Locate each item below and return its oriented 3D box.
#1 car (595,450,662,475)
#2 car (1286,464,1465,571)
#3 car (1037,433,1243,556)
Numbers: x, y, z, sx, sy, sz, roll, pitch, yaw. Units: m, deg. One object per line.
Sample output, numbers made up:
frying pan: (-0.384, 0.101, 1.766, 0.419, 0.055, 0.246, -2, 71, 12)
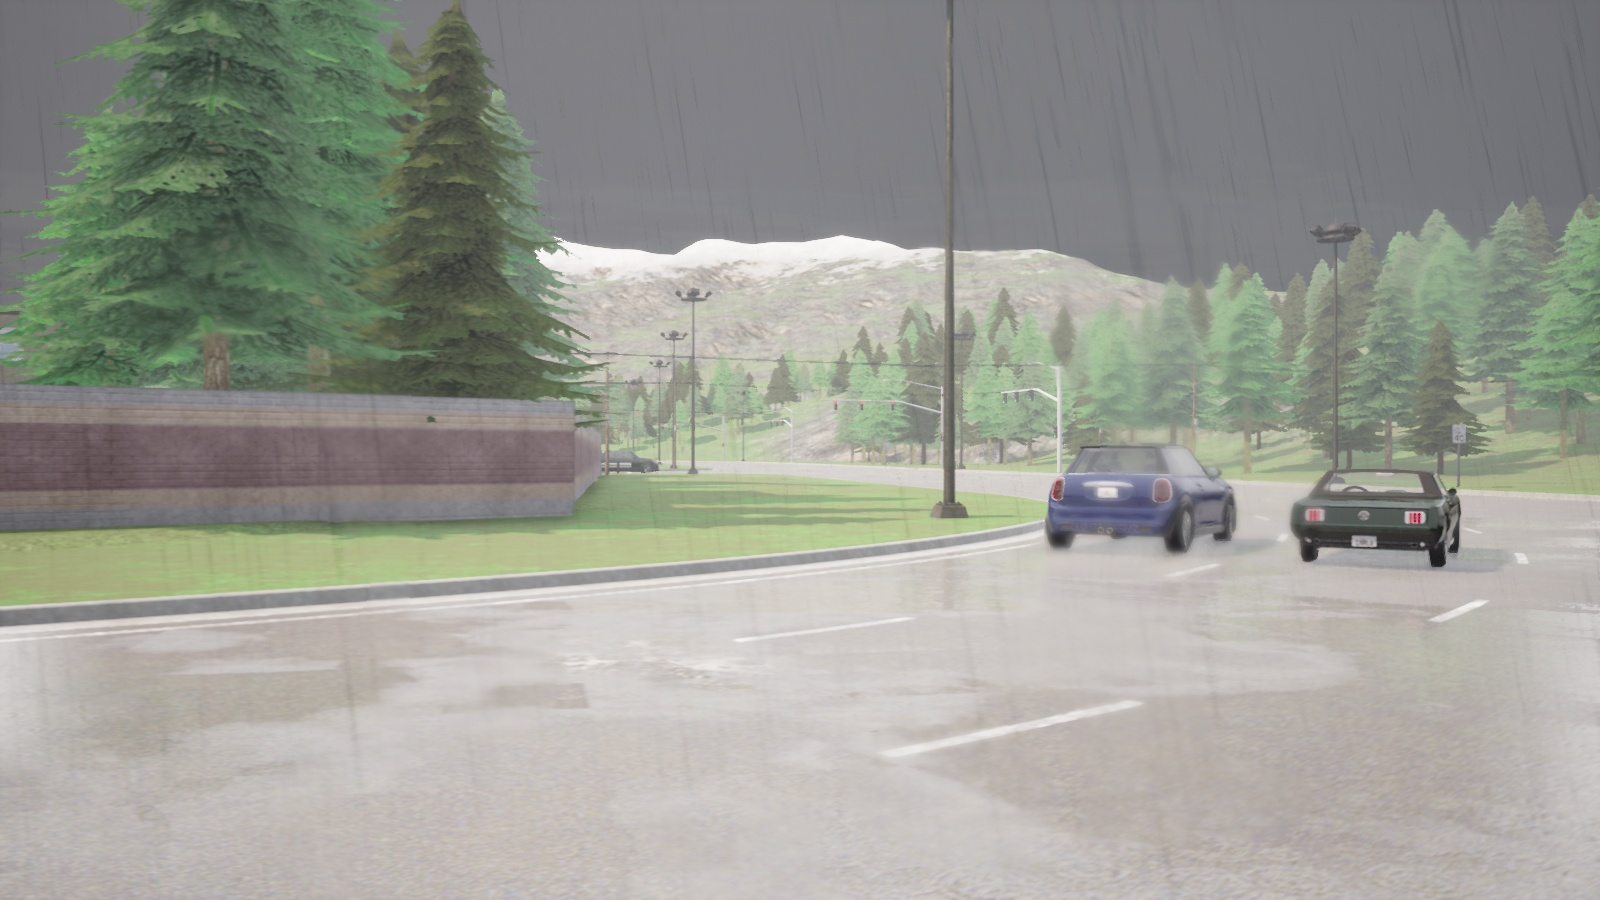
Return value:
car: (-12.235, 0.883, 89.437, 4.553, 1.767, 2.097, 0, 0, -12)
car: (8.521, 0.877, 18.351, 1.895, 1.301, 4.718, 0, 0, 31)
car: (5.688, 0.647, 20.558, 2.097, 1.767, 4.553, 0, 0, 31)
